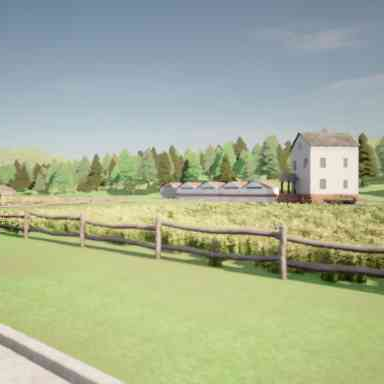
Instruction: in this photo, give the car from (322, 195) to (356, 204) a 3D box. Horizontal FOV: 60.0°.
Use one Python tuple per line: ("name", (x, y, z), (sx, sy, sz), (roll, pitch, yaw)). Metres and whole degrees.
("car", (22.119, 1.171, 50.289), (4.605, 1.855, 1.932), (0, 0, 35))
